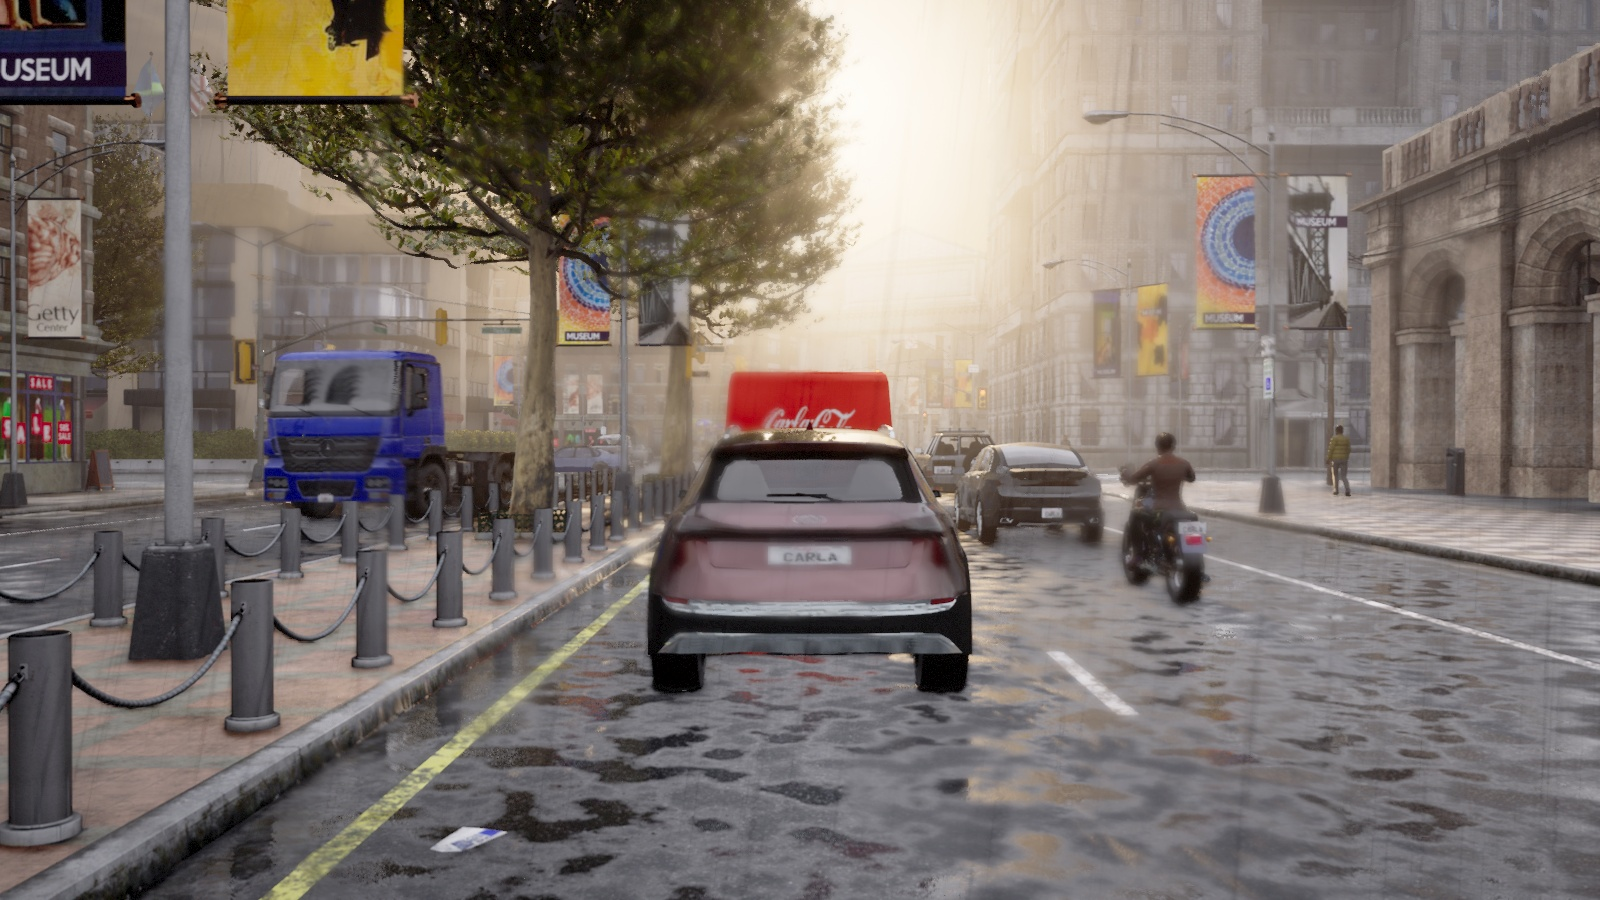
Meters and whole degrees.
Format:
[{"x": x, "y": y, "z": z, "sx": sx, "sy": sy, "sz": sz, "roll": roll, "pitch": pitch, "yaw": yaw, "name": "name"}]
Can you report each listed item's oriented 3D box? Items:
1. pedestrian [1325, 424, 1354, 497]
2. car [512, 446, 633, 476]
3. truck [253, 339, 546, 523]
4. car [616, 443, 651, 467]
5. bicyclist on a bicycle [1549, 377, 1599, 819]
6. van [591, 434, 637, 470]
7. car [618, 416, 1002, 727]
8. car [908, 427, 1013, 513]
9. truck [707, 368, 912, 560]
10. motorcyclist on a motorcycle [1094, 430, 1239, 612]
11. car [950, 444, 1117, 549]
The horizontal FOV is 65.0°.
[{"x": 13.703, "y": 0.262, "z": 31.919, "sx": 0.431, "sy": 1.840, "sz": 0.709, "roll": 0, "pitch": 0, "yaw": 0, "name": "pedestrian"}, {"x": -10.759, "y": 0.501, "z": 59.572, "sx": 5.357, "sy": 1.411, "sz": 2.033, "roll": 0, "pitch": 0, "yaw": 0, "name": "car"}, {"x": -8.400, "y": -0.375, "z": 27.696, "sx": 2.891, "sy": 3.462, "sz": 7.936, "roll": 0, "pitch": 0, "yaw": 9, "name": "truck"}, {"x": -10.993, "y": 0.319, "z": 83.044, "sx": 1.789, "sy": 1.549, "sz": 3.705, "roll": 0, "pitch": 0, "yaw": 0, "name": "car"}, {"x": 3.542, "y": 0.599, "z": 4.464, "sx": 0.659, "sy": 1.776, "sz": 1.843, "roll": 0, "pitch": 1, "yaw": 0, "name": "bicyclist on a bicycle"}, {"x": -11.010, "y": 0.104, "z": 74.597, "sx": 2.069, "sy": 2.038, "sz": 4.480, "roll": 0, "pitch": 0, "yaw": 0, "name": "van"}, {"x": 0.068, "y": 0.633, "z": 9.087, "sx": 2.033, "sy": 1.649, "sz": 4.856, "roll": 0, "pitch": 0, "yaw": 0, "name": "car"}, {"x": 3.690, "y": 0.425, "z": 29.661, "sx": 1.932, "sy": 1.855, "sz": 4.605, "roll": 0, "pitch": 0, "yaw": 1, "name": "car"}, {"x": 0.128, "y": 0.171, "z": 18.714, "sx": 2.627, "sy": 2.467, "sz": 5.204, "roll": 0, "pitch": 0, "yaw": 0, "name": "truck"}, {"x": 3.590, "y": 0.640, "z": 12.535, "sx": 0.766, "sy": 1.649, "sz": 2.350, "roll": 0, "pitch": 0, "yaw": 0, "name": "motorcyclist on a motorcycle"}, {"x": 3.636, "y": 0.657, "z": 20.450, "sx": 1.837, "sy": 1.490, "sz": 4.892, "roll": 0, "pitch": 0, "yaw": 0, "name": "car"}]
